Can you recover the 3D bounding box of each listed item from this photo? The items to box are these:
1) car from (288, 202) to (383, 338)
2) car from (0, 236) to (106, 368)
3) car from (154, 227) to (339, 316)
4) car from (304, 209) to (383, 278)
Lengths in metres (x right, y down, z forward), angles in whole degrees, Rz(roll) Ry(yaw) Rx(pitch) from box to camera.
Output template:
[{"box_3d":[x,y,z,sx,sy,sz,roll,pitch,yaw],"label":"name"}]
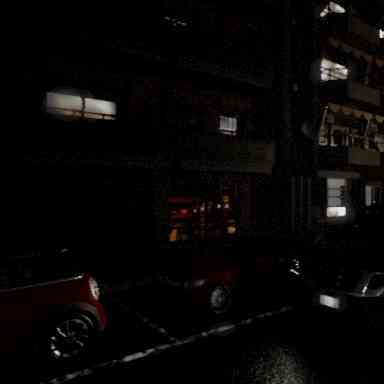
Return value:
[{"box_3d":[4.219,1.217,6.385,5.566,2.045,2.150,0,0,-35],"label":"car"},{"box_3d":[-3.318,1.441,4.199,4.097,1.590,1.967,0,0,-35],"label":"car"},{"box_3d":[1.183,1.579,7.408,4.206,1.307,1.802,0,0,-35],"label":"car"},{"box_3d":[5.681,1.434,10.616,4.097,1.590,1.967,0,0,-35],"label":"car"}]
